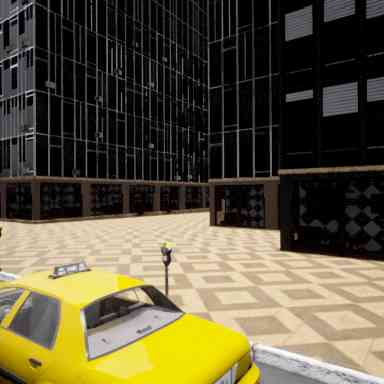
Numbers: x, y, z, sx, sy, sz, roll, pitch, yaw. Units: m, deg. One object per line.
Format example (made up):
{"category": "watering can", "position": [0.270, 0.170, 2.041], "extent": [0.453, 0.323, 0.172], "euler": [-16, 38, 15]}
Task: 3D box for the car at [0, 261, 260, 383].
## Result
{"category": "car", "position": [-1.637, 1.526, 4.033], "extent": [4.829, 1.417, 1.752], "euler": [0, 0, 35]}
